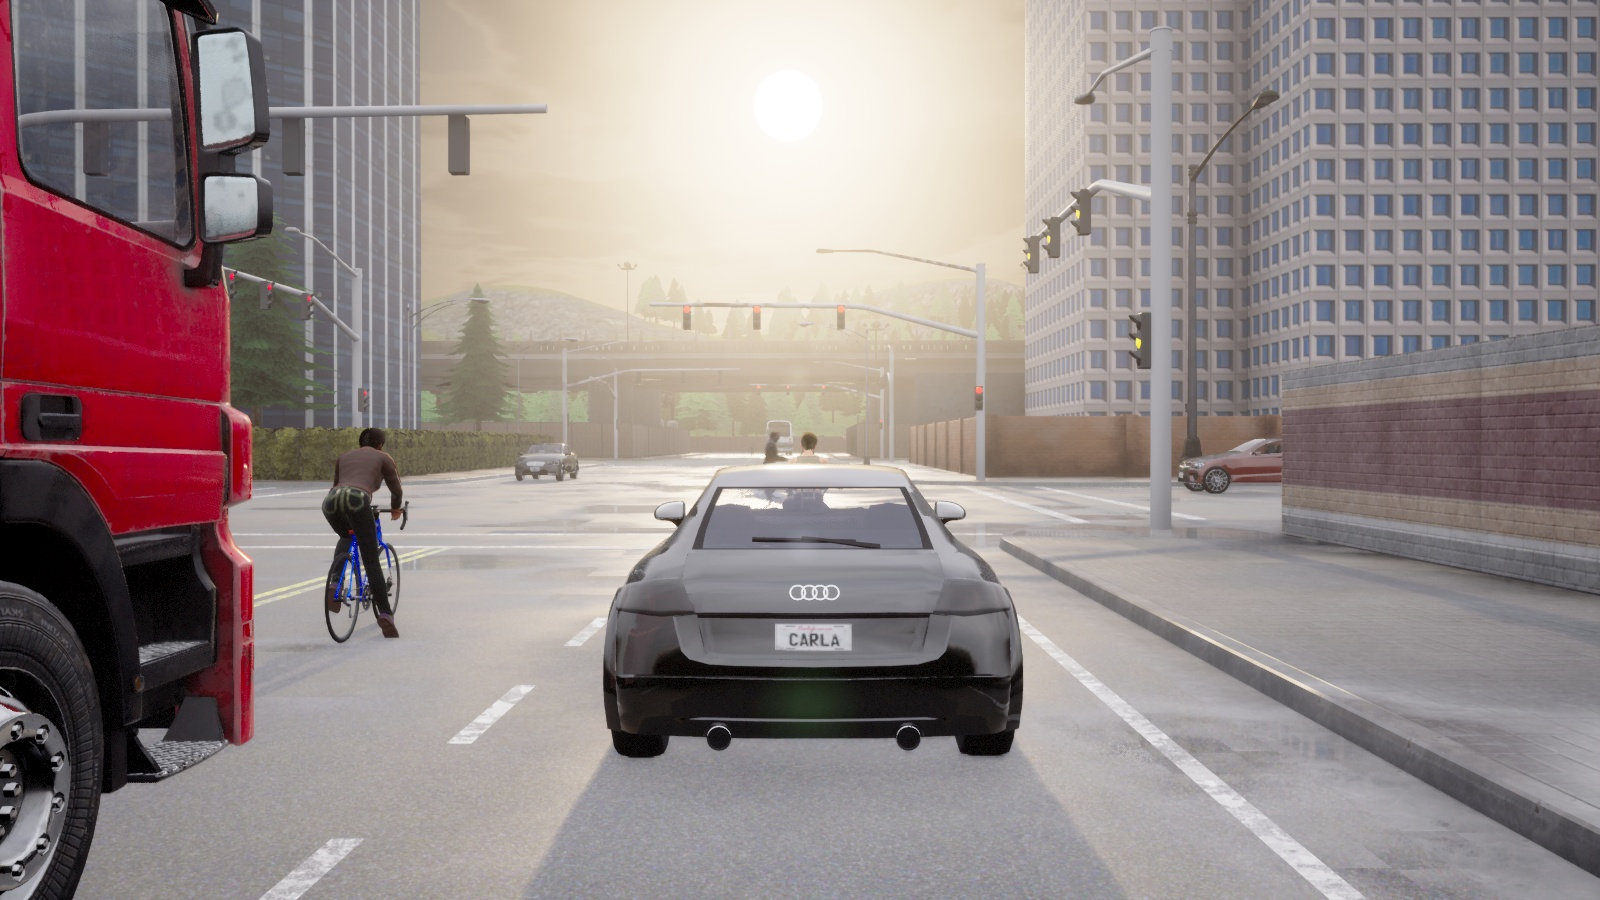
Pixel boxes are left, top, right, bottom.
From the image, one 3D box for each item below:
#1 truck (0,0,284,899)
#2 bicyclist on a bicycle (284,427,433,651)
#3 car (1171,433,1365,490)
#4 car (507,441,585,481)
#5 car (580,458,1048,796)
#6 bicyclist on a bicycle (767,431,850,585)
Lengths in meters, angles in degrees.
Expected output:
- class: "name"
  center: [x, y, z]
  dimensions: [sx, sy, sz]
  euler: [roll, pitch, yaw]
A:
- class: "truck"
  center: [-3.478, -0.243, 0.926]
  dimensions: [2.891, 3.462, 7.936]
  euler: [0, 0, 0]
- class: "bicyclist on a bicycle"
  center: [-3.426, 0.641, 9.893]
  dimensions: [0.582, 1.620, 1.656]
  euler: [0, 0, 0]
- class: "car"
  center: [13.928, 0.324, 37.603]
  dimensions: [5.027, 1.651, 2.152]
  euler: [0, 0, 1]
- class: "car"
  center: [-10.185, 0.408, 50.752]
  dimensions: [2.128, 1.511, 4.902]
  euler: [0, 0, 0]
- class: "car"
  center: [0.060, 0.768, 7.443]
  dimensions: [1.994, 1.385, 4.181]
  euler: [0, 0, 0]
- class: "bicyclist on a bicycle"
  center: [0.093, 0.604, 13.963]
  dimensions: [0.866, 1.612, 1.509]
  euler: [0, 0, 0]
